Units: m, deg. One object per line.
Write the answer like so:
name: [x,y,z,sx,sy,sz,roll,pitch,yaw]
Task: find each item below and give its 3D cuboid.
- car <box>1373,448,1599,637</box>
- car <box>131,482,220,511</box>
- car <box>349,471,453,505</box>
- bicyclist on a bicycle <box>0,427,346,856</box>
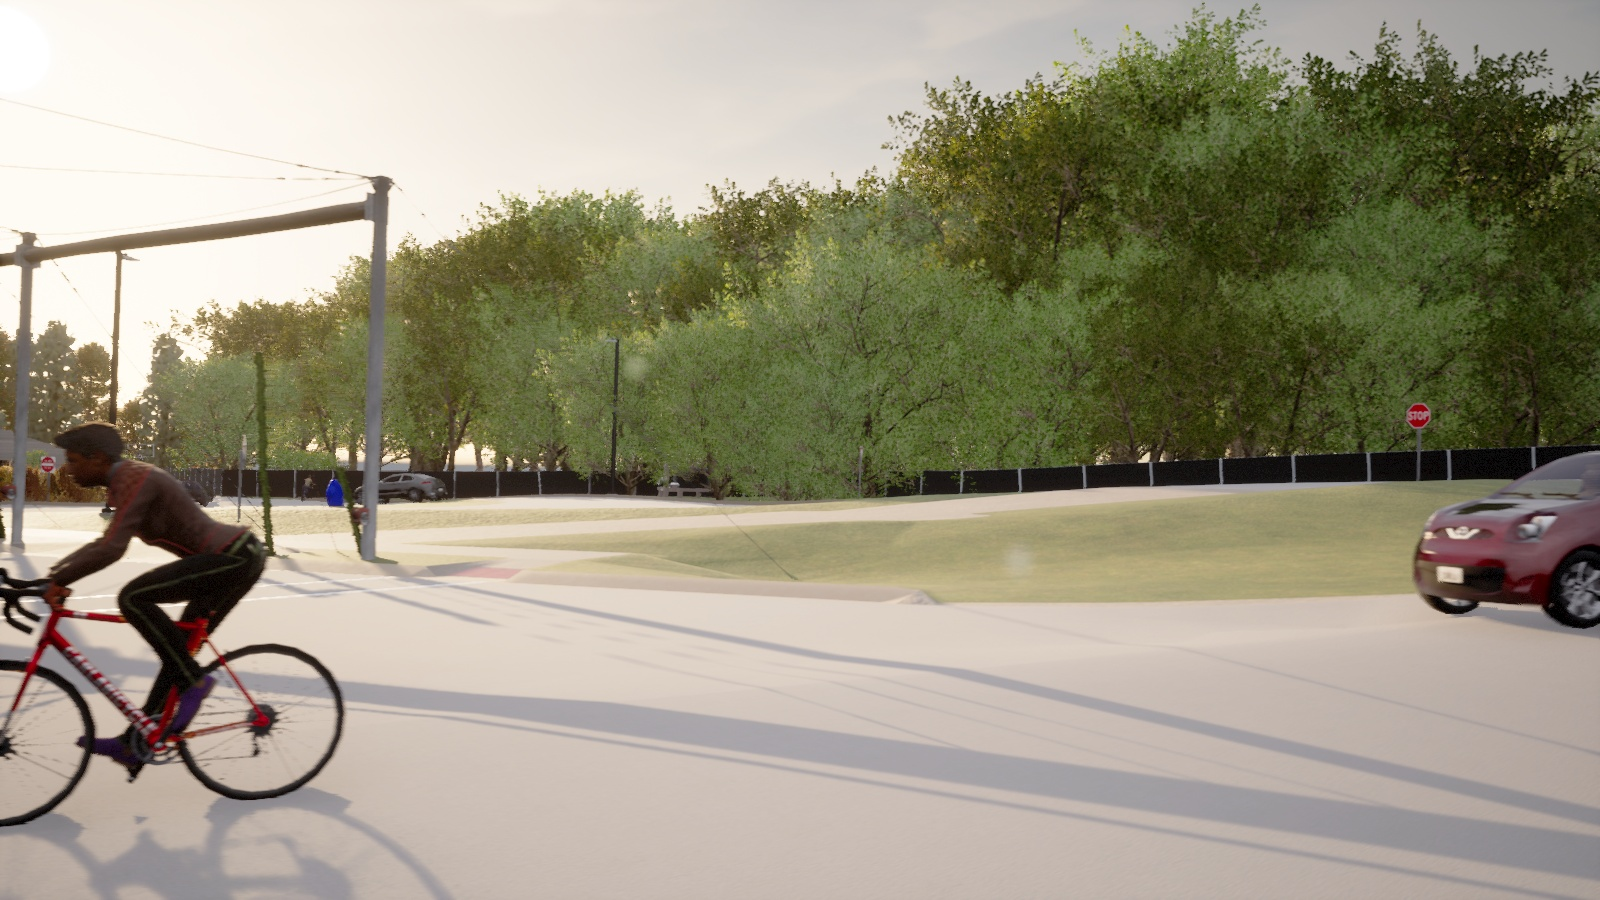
car: [7.432,0.730,11.421,3.633,1.501,1.845,-2,-1,-14]
car: [-33.253,2.448,67.048,2.033,1.411,5.357,1,-1,0]
car: [-21.971,2.074,69.160,5.027,1.651,2.152,-3,-2,16]
bicyclist on a bicycle: [-2.781,0.719,5.167,1.656,1.620,0.582,0,0,-25]
